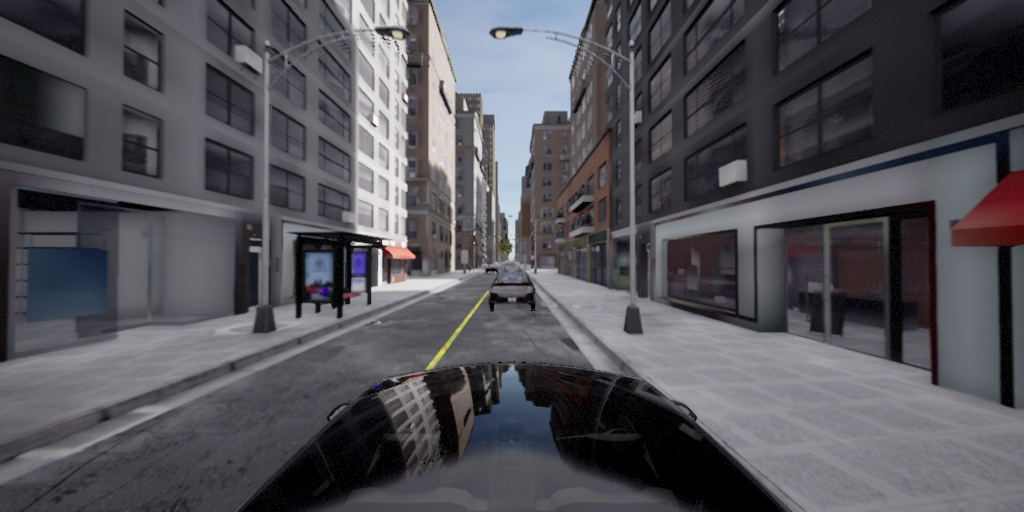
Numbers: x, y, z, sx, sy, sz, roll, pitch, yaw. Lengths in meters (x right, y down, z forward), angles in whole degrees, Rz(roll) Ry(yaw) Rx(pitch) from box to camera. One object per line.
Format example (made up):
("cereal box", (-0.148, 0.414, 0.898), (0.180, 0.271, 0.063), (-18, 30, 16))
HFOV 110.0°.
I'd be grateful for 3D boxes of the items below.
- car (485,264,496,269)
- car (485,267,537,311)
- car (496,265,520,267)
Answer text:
("car", (-2.993, 1.907, 53.662), (1.895, 1.301, 4.718), (0, -1, 0))
("car", (0.029, 1.384, 15.368), (2.128, 1.511, 4.902), (0, 0, 1))
("car", (0.035, 1.543, 30.359), (2.128, 1.511, 4.902), (0, 0, 1))
